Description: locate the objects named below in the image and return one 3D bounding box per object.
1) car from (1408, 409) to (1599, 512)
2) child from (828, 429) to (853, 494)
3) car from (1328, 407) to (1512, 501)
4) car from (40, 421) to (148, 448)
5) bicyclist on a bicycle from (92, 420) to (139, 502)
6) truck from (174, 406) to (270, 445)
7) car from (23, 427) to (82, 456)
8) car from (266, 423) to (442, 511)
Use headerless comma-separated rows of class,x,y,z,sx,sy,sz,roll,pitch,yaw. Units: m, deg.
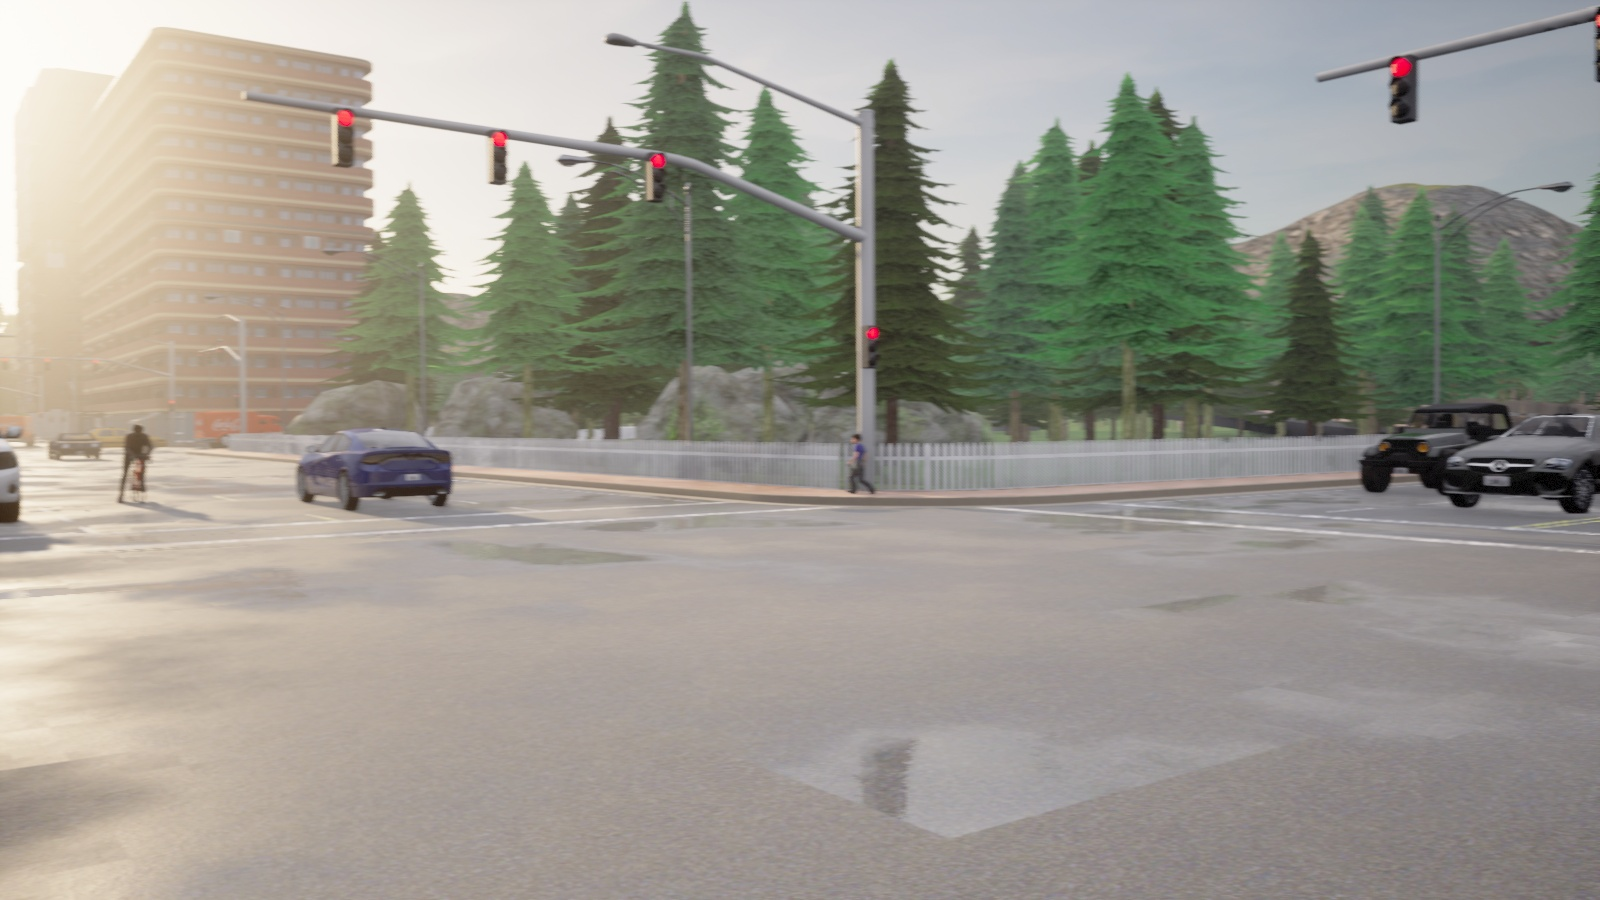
car,13.302,0.117,22.557,5.027,1.651,2.152,-1,2,-36
child,0.795,0.219,24.549,0.437,1.263,0.270,0,1,19
car,13.289,0.039,26.864,3.866,1.878,1.905,-1,2,-36
car,-41.899,-0.952,74.564,5.366,1.575,1.801,-1,2,-38
bicyclist on a bicycle,-13.943,0.195,25.549,0.582,1.620,1.656,-1,2,-37
truck,-37.874,-1.590,82.329,5.204,2.467,2.627,-1,2,-41
car,-35.621,-0.442,59.811,1.895,1.301,4.718,-1,2,-37
car,-8.877,0.244,24.708,1.882,1.535,5.008,-1,2,-36
